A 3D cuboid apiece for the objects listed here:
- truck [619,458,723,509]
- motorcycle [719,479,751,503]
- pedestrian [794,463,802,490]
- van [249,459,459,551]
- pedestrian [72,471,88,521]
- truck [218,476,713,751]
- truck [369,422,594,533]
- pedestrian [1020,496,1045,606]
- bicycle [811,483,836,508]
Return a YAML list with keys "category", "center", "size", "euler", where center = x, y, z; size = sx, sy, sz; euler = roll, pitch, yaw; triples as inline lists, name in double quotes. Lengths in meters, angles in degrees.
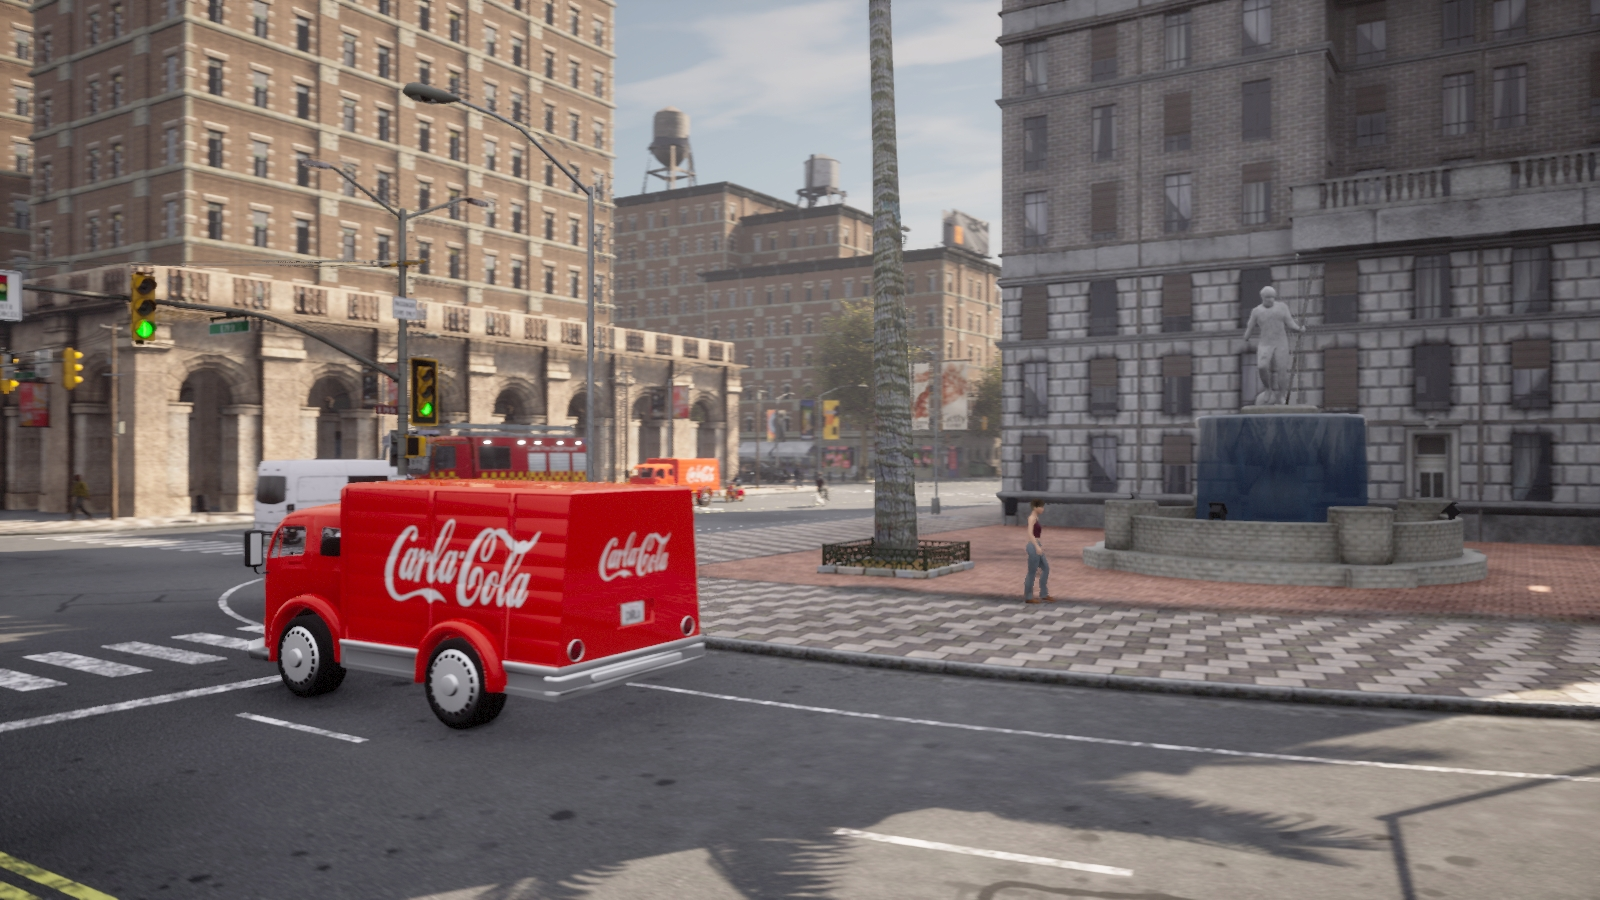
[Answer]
- category: "truck"
  center: [-6.572, 1.649, 58.804]
  size: [2.627, 2.467, 5.204]
  euler: [0, 0, 33]
- category: "motorcycle"
  center: [-3.606, 2.271, 63.472]
  size: [0.856, 1.236, 1.805]
  euler: [0, 0, 32]
- category: "pedestrian"
  center: [-0.142, 1.809, 78.800]
  size: [0.375, 1.860, 0.375]
  euler: [0, 0, 40]
- category: "van"
  center: [-13.563, 1.579, 35.193]
  size: [1.988, 2.561, 5.915]
  euler: [0, 0, 35]
- category: "pedestrian"
  center: [-27.437, 1.745, 43.531]
  size: [0.375, 1.860, 0.375]
  euler: [0, 0, 32]
- category: "truck"
  center: [-3.892, 1.585, 13.155]
  size: [5.204, 2.467, 2.627]
  euler: [0, 0, 31]
- category: "truck"
  center: [-11.888, 0.948, 43.588]
  size: [2.891, 3.827, 8.468]
  euler: [0, 0, 33]
- category: "pedestrian"
  center: [4.020, 1.727, 19.745]
  size: [0.375, 1.860, 0.375]
  euler: [0, 0, 19]
- category: "bicycle"
  center: [1.185, 2.293, 57.901]
  size: [0.329, 1.171, 1.835]
  euler: [0, 0, 33]
